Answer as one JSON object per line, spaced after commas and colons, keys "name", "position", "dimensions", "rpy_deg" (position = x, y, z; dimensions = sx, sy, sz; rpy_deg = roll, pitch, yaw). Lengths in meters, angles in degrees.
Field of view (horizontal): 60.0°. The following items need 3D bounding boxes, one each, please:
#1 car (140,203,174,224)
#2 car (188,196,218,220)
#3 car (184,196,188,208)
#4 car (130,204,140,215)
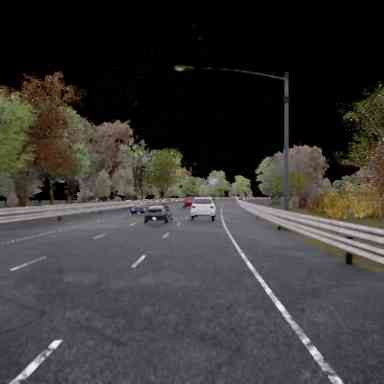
{"name": "car", "position": [-2.668, 1.748, 27.303], "dimensions": [1.837, 1.490, 4.892], "rpy_deg": [0, -1, 4]}
{"name": "car", "position": [1.118, 1.516, 31.568], "dimensions": [2.150, 2.045, 5.566], "rpy_deg": [0, -1, 4]}
{"name": "car", "position": [-0.119, 1.763, 57.827], "dimensions": [2.150, 2.045, 5.566], "rpy_deg": [0, -1, 6]}
{"name": "car", "position": [-5.478, 1.929, 37.486], "dimensions": [1.895, 1.301, 4.718], "rpy_deg": [0, -1, 4]}
